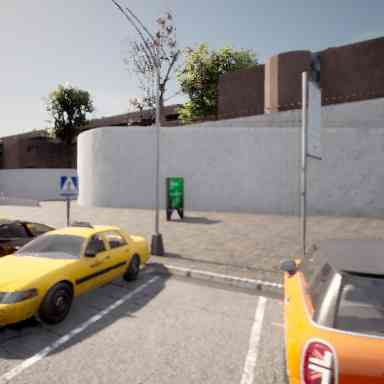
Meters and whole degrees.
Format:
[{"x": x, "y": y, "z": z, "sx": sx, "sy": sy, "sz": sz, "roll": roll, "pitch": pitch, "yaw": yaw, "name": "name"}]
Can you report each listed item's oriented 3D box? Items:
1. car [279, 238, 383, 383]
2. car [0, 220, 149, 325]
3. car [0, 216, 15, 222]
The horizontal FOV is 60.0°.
[{"x": 2.222, "y": 1.365, "z": 4.179, "sx": 2.185, "sy": 1.767, "sz": 4.553, "roll": 0, "pitch": -1, "yaw": 15, "name": "car"}, {"x": -2.677, "y": 1.478, "z": 7.487, "sx": 1.946, "sy": 1.575, "sz": 5.366, "roll": 1, "pitch": -1, "yaw": 15, "name": "car"}, {"x": -5.056, "y": 1.507, "z": 9.426, "sx": 2.163, "sy": 1.488, "sz": 4.792, "roll": 0, "pitch": -1, "yaw": 15, "name": "car"}]
